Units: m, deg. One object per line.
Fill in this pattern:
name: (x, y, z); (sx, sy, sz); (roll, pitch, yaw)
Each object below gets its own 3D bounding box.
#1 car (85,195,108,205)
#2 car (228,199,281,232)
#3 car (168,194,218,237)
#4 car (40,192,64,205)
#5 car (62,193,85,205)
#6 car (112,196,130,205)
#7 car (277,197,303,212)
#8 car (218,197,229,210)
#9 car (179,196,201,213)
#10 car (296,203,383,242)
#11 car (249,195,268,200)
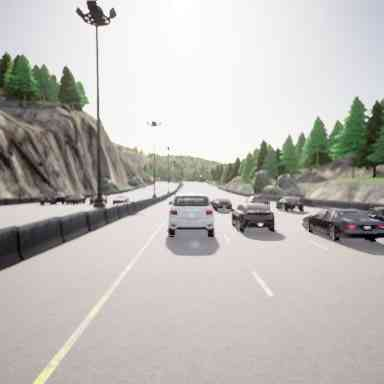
car: (-14.450, 1.184, 51.612); (1.882, 1.535, 5.008); (0, 0, -1)
car: (3.434, 1.381, 19.188); (1.837, 1.490, 4.892); (0, 0, -1)
car: (-0.062, 1.105, 17.489); (2.150, 2.045, 5.566); (0, 0, -1)
car: (-21.450, 0.972, 51.515); (2.150, 2.045, 5.566); (0, 0, -1)
car: (-17.950, 1.170, 51.581); (1.882, 1.535, 5.008); (0, 0, -1)
car: (-10.950, 1.250, 51.643); (2.033, 1.411, 5.357); (0, 0, -1)
car: (10.294, 1.278, 35.230); (1.837, 1.490, 4.892); (0, -1, -1)
car: (3.286, 1.297, 36.125); (1.812, 1.442, 4.674); (0, 0, -1)
car: (-0.206, 1.266, 35.148); (2.128, 1.511, 4.902); (0, 0, -1)
car: (6.964, 1.447, 15.764); (2.033, 1.411, 5.357); (0, 0, 0)
car: (6.790, 1.134, 34.625); (2.097, 1.767, 4.553); (0, 1, 1)
